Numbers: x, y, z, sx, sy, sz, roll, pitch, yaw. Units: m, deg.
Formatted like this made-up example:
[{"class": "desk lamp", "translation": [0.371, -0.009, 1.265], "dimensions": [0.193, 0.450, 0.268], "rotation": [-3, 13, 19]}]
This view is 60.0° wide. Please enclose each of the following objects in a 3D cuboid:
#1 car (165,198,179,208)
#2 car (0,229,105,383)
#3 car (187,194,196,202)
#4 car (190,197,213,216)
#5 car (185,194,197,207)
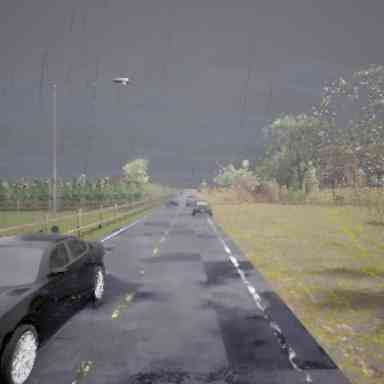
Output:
[{"class": "car", "translation": [-2.832, 1.550, 48.015], "dimensions": [1.895, 1.301, 4.718], "rotation": [0, 0, 0]}, {"class": "car", "translation": [-2.851, 1.476, 5.443], "dimensions": [1.882, 1.535, 5.008], "rotation": [0, 0, 0]}, {"class": "car", "translation": [-0.004, 1.217, 70.495], "dimensions": [1.837, 1.490, 4.892], "rotation": [0, 0, 0]}, {"class": "car", "translation": [0.961, 1.502, 31.691], "dimensions": [1.812, 1.442, 4.674], "rotation": [0, 0, 0]}, {"class": "car", "translation": [0.000, 1.494, 49.902], "dimensions": [2.033, 1.411, 5.357], "rotation": [0, 0, 0]}]
